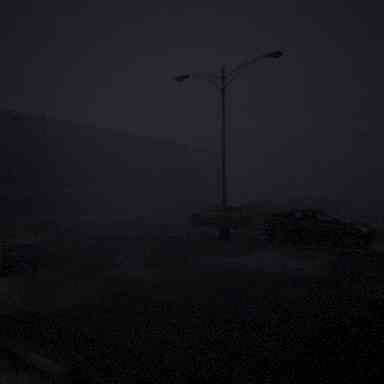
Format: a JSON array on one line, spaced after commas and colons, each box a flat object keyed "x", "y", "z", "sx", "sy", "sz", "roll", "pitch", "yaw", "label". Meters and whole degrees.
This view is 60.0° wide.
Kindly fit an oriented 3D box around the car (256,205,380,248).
[{"x": 5.460, "y": 1.524, "z": 14.622, "sx": 4.514, "sy": 1.523, "sz": 2.007, "roll": -1, "pitch": 0, "yaw": 35, "label": "car"}]

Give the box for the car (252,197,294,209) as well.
[{"x": 5.281, "y": 1.445, "z": 27.110, "sx": 5.027, "sy": 1.636, "sz": 2.152, "roll": -1, "pitch": 0, "yaw": 35, "label": "car"}]

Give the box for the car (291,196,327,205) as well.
[{"x": 12.686, "y": 1.368, "z": 37.544, "sx": 3.866, "sy": 1.878, "sz": 1.905, "roll": -1, "pitch": 0, "yaw": 35, "label": "car"}]

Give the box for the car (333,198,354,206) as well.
[{"x": 24.903, "y": 1.668, "z": 55.225, "sx": 3.633, "sy": 1.501, "sz": 1.845, "roll": -1, "pitch": 0, "yaw": 35, "label": "car"}]

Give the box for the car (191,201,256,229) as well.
[{"x": 1.831, "y": 1.521, "z": 21.689, "sx": 3.806, "sy": 1.475, "sz": 1.970, "roll": -1, "pitch": 0, "yaw": 35, "label": "car"}]

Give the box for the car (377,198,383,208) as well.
[{"x": 29.229, "y": 1.613, "z": 48.500, "sx": 3.806, "sy": 1.475, "sz": 1.970, "roll": -1, "pitch": 0, "yaw": 35, "label": "car"}]

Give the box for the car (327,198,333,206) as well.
[{"x": 14.032, "y": 1.393, "z": 40.152, "sx": 4.605, "sy": 1.855, "sz": 1.932, "roll": -1, "pitch": 0, "yaw": 35, "label": "car"}]
